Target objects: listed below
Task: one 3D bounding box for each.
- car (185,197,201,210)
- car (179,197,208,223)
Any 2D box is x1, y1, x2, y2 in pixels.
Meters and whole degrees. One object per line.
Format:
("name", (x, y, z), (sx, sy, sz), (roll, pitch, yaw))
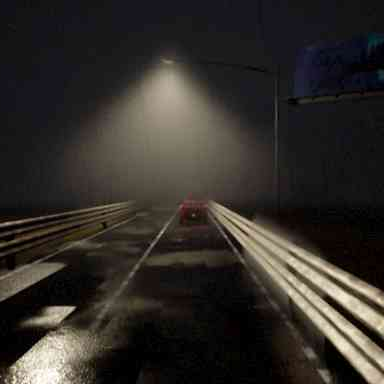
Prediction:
("car", (0.119, 1.335, 41.519), (1.812, 1.442, 4.674), (0, 0, 0))
("car", (0.111, 1.366, 24.216), (1.882, 1.535, 5.008), (0, 0, 0))
